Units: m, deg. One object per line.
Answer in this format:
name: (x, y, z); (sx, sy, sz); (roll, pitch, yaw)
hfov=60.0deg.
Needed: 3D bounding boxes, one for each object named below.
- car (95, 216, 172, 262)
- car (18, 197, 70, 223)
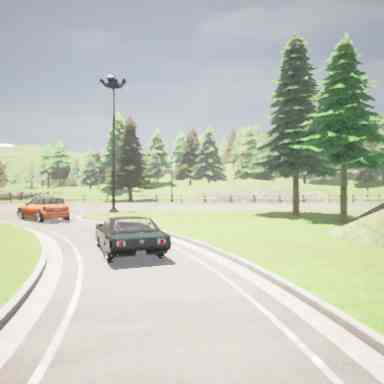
car: (-2.303, 1.487, 11.812); (1.895, 1.301, 4.718); (0, 1, -22)
car: (-10.548, 1.126, 23.586); (4.553, 1.767, 2.097); (0, 1, 43)
